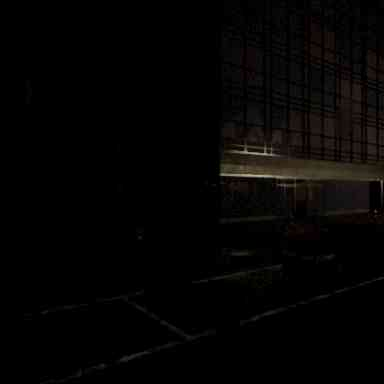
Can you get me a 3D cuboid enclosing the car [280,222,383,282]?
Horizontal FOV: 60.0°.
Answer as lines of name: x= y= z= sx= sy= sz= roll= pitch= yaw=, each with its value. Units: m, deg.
car: x=4.389 y=1.560 z=9.666 sx=4.206 sy=1.307 sz=1.802 roll=0 pitch=0 yaw=-36
